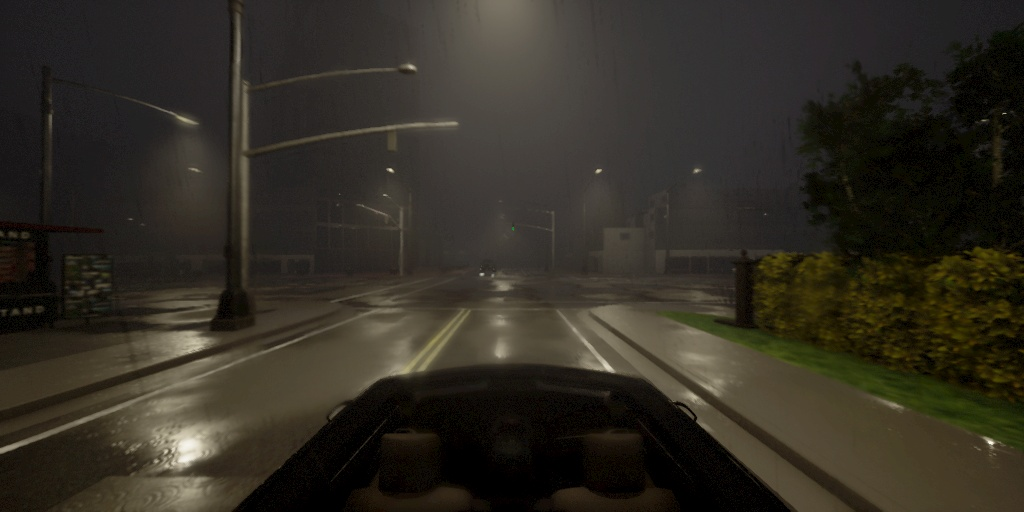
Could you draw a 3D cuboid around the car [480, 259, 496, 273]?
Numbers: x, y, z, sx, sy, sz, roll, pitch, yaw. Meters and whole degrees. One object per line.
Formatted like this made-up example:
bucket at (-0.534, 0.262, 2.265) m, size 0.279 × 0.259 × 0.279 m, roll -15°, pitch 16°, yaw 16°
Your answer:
car at (-3.534, 1.456, 53.719) m, size 2.150 × 2.045 × 5.566 m, roll 0°, pitch 0°, yaw 1°
